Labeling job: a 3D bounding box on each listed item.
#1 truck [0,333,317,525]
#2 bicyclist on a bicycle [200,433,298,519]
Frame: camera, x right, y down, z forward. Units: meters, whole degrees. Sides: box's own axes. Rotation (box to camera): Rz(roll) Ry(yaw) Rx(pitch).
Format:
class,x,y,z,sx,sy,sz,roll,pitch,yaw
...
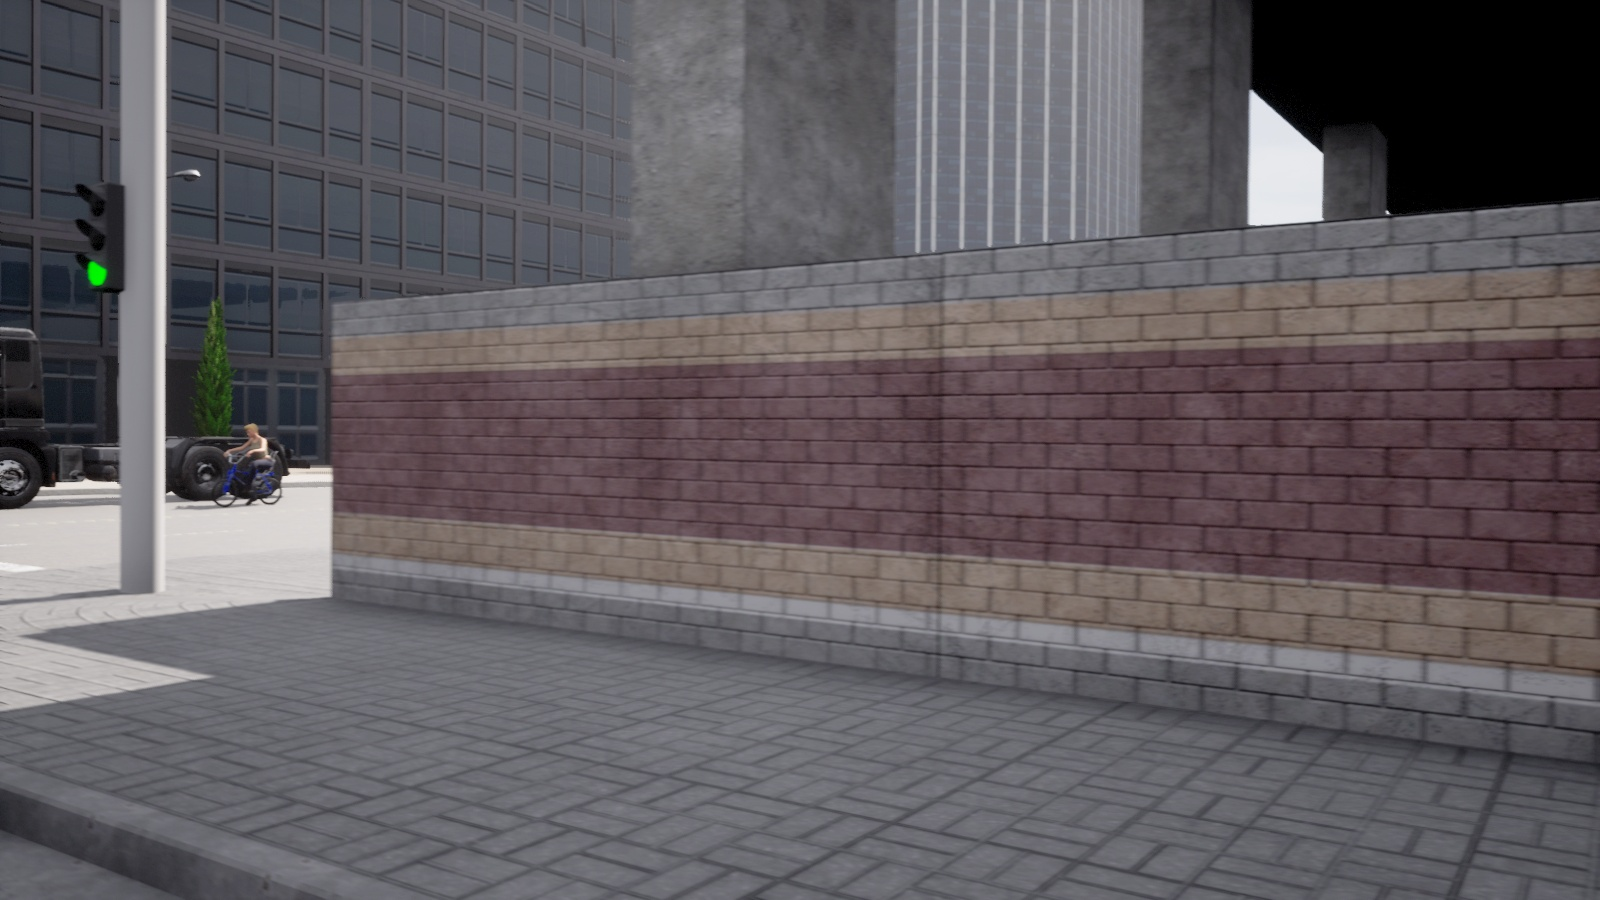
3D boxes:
class,x,y,z,sx,sy,sz,roll,pitch,yaw
truck,-14.216,-0.415,25.570,2.891,3.462,7.936,0,1,34
bicyclist on a bicycle,-10.728,0.486,24.479,0.866,1.612,1.509,0,1,34
